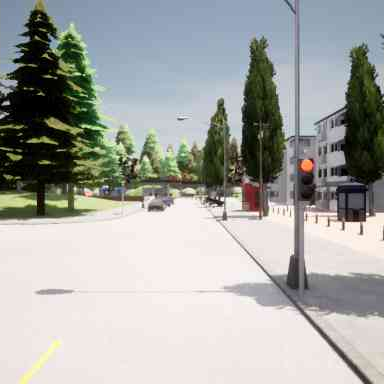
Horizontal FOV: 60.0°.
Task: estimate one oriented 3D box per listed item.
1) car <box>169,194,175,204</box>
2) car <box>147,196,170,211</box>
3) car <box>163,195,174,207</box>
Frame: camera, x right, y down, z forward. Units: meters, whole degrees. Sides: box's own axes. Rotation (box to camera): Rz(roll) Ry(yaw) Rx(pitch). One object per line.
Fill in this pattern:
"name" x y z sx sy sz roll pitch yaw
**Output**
"car" -4.146 1.505 60.053 1.837 1.490 4.892 0 0 0
"car" -4.171 1.547 40.123 2.033 1.411 5.357 0 0 0
"car" -4.174 1.564 50.061 1.994 1.385 4.181 0 0 0
